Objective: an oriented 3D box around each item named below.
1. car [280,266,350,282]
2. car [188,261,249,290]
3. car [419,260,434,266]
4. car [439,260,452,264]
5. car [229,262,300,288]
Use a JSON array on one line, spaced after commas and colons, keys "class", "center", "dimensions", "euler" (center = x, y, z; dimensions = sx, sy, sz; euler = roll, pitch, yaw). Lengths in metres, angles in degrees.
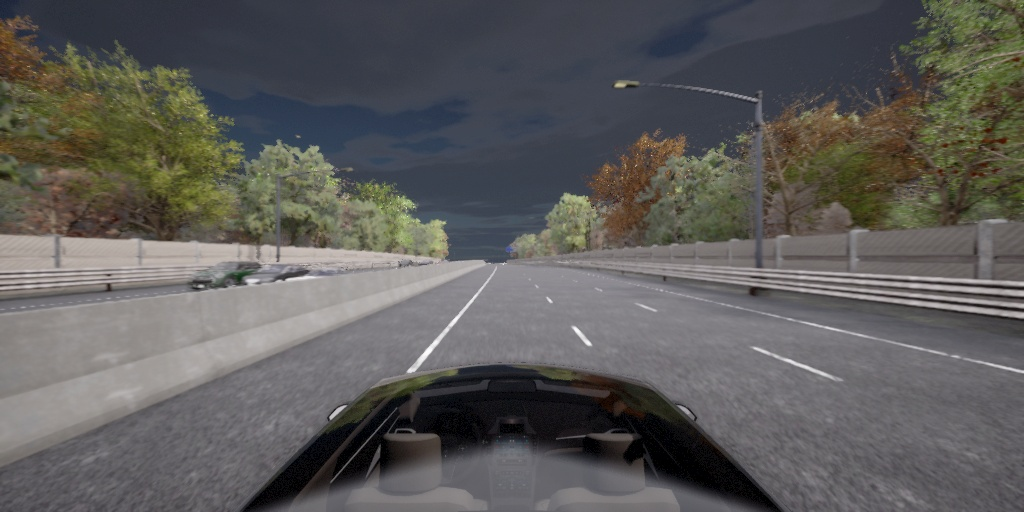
[{"class": "car", "center": [-10.685, 1.371, 20.509], "dimensions": [1.895, 1.301, 4.718], "euler": [0, 0, 0]}, {"class": "car", "center": [-17.710, 1.132, 22.634], "dimensions": [2.097, 1.767, 4.553], "euler": [0, 0, -1]}, {"class": "car", "center": [-15.047, 1.441, 63.244], "dimensions": [2.033, 1.411, 5.357], "euler": [0, -1, -2]}, {"class": "car", "center": [-11.519, 1.376, 62.174], "dimensions": [1.882, 1.535, 5.008], "euler": [0, -1, -1]}, {"class": "car", "center": [-14.204, 1.266, 21.971], "dimensions": [2.128, 1.511, 4.902], "euler": [0, 0, -1]}]
